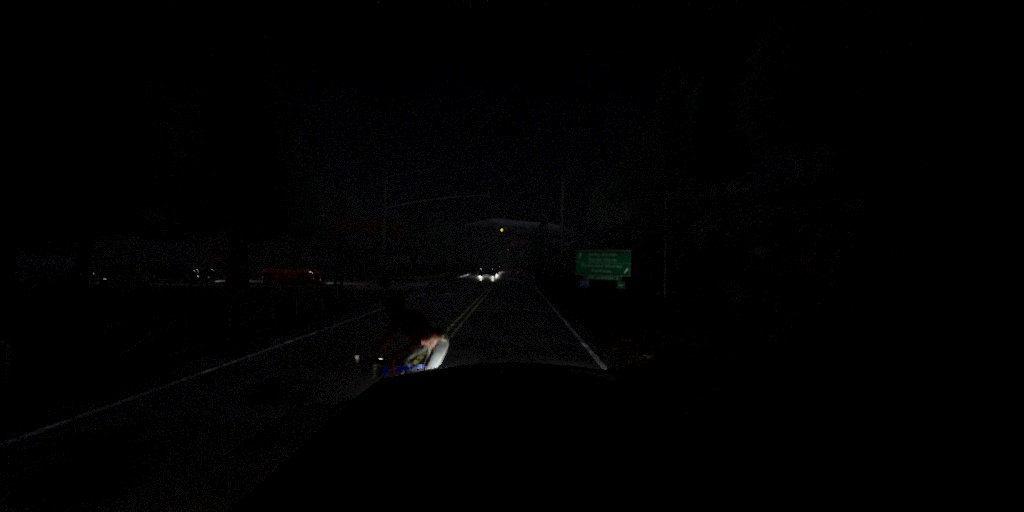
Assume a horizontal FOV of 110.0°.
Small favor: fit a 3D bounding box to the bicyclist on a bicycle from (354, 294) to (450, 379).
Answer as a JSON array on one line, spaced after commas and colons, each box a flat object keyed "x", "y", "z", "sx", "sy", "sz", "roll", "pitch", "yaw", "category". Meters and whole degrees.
[{"x": -1.151, "y": 1.237, "z": 3.967, "sx": 0.582, "sy": 1.620, "sz": 1.656, "roll": 0, "pitch": 1, "yaw": 39, "category": "bicyclist on a bicycle"}]

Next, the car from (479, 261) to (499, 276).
[{"x": -3.316, "y": 1.817, "z": 49.441, "sx": 2.097, "sy": 1.767, "sz": 4.553, "roll": 1, "pitch": -1, "yaw": 1, "category": "car"}]

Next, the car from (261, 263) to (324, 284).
[{"x": -18.299, "y": 1.369, "z": 30.112, "sx": 4.553, "sy": 1.767, "sz": 2.097, "roll": 1, "pitch": -1, "yaw": 1, "category": "car"}]

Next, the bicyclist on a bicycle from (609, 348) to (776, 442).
[{"x": 1.332, "y": 1.314, "z": 3.098, "sx": 1.620, "sy": 1.656, "sz": 0.582, "roll": 25, "pitch": 19, "yaw": -20, "category": "bicyclist on a bicycle"}]

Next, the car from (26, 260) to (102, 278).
[{"x": -37.808, "y": 1.158, "z": 30.587, "sx": 4.674, "sy": 1.442, "sz": 1.812, "roll": 1, "pitch": -1, "yaw": 4, "category": "car"}]

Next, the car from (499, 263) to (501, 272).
[{"x": -3.208, "y": 2.216, "z": 58.672, "sx": 1.895, "sy": 1.301, "sz": 4.718, "roll": 1, "pitch": -1, "yaw": 1, "category": "car"}]

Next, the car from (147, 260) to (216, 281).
[{"x": -27.737, "y": 1.181, "z": 30.223, "sx": 4.553, "sy": 1.767, "sz": 2.097, "roll": 1, "pitch": -1, "yaw": 1, "category": "car"}]

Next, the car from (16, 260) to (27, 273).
[{"x": -47.792, "y": 1.056, "z": 35.382, "sx": 5.357, "sy": 1.411, "sz": 2.033, "roll": 1, "pitch": -1, "yaw": 9, "category": "car"}]
